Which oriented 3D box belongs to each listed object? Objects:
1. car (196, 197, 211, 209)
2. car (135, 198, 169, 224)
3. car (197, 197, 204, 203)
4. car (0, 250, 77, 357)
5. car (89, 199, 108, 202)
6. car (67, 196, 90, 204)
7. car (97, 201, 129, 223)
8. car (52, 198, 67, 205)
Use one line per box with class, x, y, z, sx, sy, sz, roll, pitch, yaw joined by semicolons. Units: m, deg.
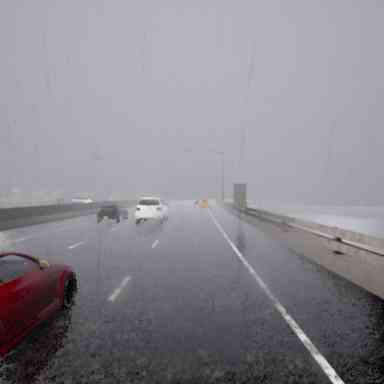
car;2.086;1.990;54.607;1.882;1.535;5.008;0;-1;2
car;-3.183;1.467;27.237;2.150;2.045;5.566;0;-1;1
car;2.419;2.231;91.571;1.882;1.535;5.008;0;-1;3
car;-3.394;1.610;5.309;1.994;1.385;4.181;0;0;0
car;-16.458;2.074;60.817;2.128;1.511;4.902;0;-1;2
car;-19.986;1.790;60.008;2.150;2.045;5.566;0;-1;2
car;-6.665;1.759;28.279;1.837;1.490;4.892;0;-1;1
car;-23.480;1.924;60.225;2.097;1.767;4.553;0;-1;2
